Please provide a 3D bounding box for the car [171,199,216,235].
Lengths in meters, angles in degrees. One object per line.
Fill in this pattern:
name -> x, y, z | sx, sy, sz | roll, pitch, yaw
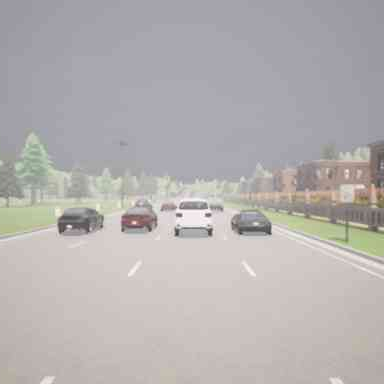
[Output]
car -> 0.086, 1.440, 20.431 | 2.150, 2.045, 5.566 | 0, -1, 0

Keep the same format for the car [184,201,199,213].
car -> -0.032, 2.045, 46.704 | 2.033, 1.411, 5.357 | 0, -1, 0

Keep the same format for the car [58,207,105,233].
car -> -6.916, 1.733, 21.196 | 1.837, 1.490, 4.892 | 0, -1, 0

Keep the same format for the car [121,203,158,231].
car -> -3.417, 1.716, 22.262 | 1.882, 1.535, 5.008 | 0, -1, 0

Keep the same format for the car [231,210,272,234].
car -> 3.584, 1.784, 20.641 | 1.994, 1.385, 4.181 | 0, -1, 0

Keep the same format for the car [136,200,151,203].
car -> -7.025, 1.862, 47.861 | 2.097, 1.767, 4.553 | 0, -1, 0

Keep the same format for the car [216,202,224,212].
car -> 3.472, 2.108, 47.687 | 1.895, 1.301, 4.718 | 0, -1, 0

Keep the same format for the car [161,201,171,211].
car -> -3.518, 2.045, 48.730 | 1.812, 1.442, 4.674 | 0, 0, 0
